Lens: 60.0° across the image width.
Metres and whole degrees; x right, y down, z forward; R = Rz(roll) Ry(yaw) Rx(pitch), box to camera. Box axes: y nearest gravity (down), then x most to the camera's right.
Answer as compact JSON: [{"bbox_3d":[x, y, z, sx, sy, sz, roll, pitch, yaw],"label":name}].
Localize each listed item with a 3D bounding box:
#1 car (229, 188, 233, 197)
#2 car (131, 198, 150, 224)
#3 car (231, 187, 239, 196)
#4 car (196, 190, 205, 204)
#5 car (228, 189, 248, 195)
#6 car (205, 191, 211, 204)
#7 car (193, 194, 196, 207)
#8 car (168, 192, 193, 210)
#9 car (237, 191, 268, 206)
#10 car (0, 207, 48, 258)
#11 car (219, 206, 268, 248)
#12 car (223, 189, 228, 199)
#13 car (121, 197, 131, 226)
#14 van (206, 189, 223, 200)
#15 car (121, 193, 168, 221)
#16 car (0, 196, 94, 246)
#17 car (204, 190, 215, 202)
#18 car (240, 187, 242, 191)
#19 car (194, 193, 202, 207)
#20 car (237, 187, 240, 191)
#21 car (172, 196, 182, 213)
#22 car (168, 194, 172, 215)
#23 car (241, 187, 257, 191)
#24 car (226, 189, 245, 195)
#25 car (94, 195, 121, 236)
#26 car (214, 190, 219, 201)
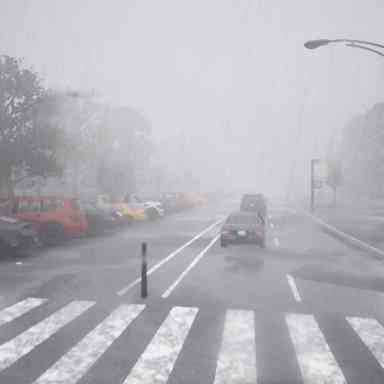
[{"bbox_3d":[4.978,0.551,66.443,5.008,1.535,2.097,-1,1,-5],"label":"car"},{"bbox_3d":[-5.787,1.477,23.111,5.366,1.575,1.946,-1,0,-8],"label":"car"},{"bbox_3d":[7.388,0.341,75.028,4.892,1.521,2.231,-1,1,-4],"label":"car"},{"bbox_3d":[-1.017,1.020,43.444,4.553,1.767,2.185,-1,1,-6],"label":"car"},{"bbox_3d":[12.736,-0.063,92.090,5.366,1.575,1.946,-1,1,-3],"label":"car"},{"bbox_3d":[-0.465,1.071,46.308,5.366,1.575,1.946,-1,2,-6],"label":"car"},{"bbox_3d":[-2.370,1.290,37.668,4.892,1.521,2.231,-1,1,-7],"label":"car"},{"bbox_3d":[-3.066,1.096,34.755,5.566,2.045,2.435,-1,1,-7],"label":"car"},{"bbox_3d":[5.479,1.169,29.449,2.150,2.045,5.566,0,1,13],"label":"car"},{"bbox_3d":[-7.979,1.487,11.496,4.892,1.521,2.231,-1,0,-9],"label":"car"},{"bbox_3d":[2.334,1.559,14.735,2.033,1.411,5.357,0,0,11],"label":"car"},{"bbox_3d":[3.408,0.696,60.719,5.008,1.535,2.097,-1,1,-5],"label":"car"},{"bbox_3d":[-6.247,1.359,20.235,4.553,1.767,2.185,-1,0,-8],"label":"car"},{"bbox_3d":[2.532,0.546,57.821,4.442,1.987,1.878,-1,1,-5],"label":"van"},{"bbox_3d":[-4.954,1.208,26.065,5.566,2.045,2.435,-1,0,-8],"label":"car"},{"bbox_3d":[-7.435,1.235,14.407,5.566,2.045,2.435,-1,0,-9],"label":"car"},{"bbox_3d":[0.443,0.995,49.209,5.008,1.535,2.097,-1,2,-6],"label":"car"},{"bbox_3d":[9.066,0.244,80.727,4.674,1.452,2.002,-1,1,-4],"label":"car"},{"bbox_3d":[-1.675,1.220,40.554,5.008,1.535,2.097,-1,1,-7],"label":"car"},{"bbox_3d":[8.256,0.145,77.868,4.553,1.767,2.185,-1,1,-4],"label":"car"},{"bbox_3d":[-3.722,1.425,31.859,4.792,1.488,2.163,-1,1,-8],"label":"car"},{"bbox_3d":[-4.314,1.306,28.966,4.553,1.767,2.185,-1,1,-8],"label":"car"},{"bbox_3d":[12.969,0.268,75.128,1.837,1.490,4.892,0,1,16],"label":"car"},{"bbox_3d":[11.662,0.047,89.248,4.674,1.452,2.002,-1,1,-3],"label":"car"},{"bbox_3d":[-6.790,1.234,17.339,5.566,2.045,2.435,-1,0,-9],"label":"car"},{"bbox_3d":[1.157,0.919,52.099,5.008,1.535,2.097,-1,1,-6],"label":"car"}]
